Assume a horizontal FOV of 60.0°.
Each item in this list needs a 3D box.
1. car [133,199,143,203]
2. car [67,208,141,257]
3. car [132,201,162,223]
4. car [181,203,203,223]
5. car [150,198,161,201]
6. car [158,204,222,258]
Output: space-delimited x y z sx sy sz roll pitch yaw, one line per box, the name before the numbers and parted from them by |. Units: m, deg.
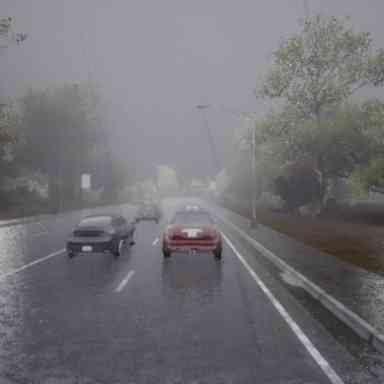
car | -10.499 2.030 65.550 1.994 1.385 4.181 0 0 0
car | -3.479 1.635 13.498 1.837 1.490 4.892 0 0 0
car | -3.485 1.771 27.523 2.033 1.411 5.357 0 0 0
car | 0.026 1.758 28.902 1.812 1.442 4.674 0 0 0
car | -7.011 1.966 65.261 2.128 1.511 4.902 0 0 1
car | 0.022 1.478 13.428 2.097 1.767 4.553 0 -1 0
